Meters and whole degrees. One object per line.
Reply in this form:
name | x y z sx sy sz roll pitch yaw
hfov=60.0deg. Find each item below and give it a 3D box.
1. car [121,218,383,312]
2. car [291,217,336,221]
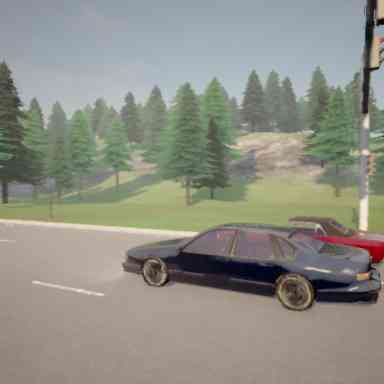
car | 1.051 1.400 7.280 5.357 1.411 2.033 1 1 28
car | 3.158 1.398 10.020 4.718 1.301 1.895 1 1 29
